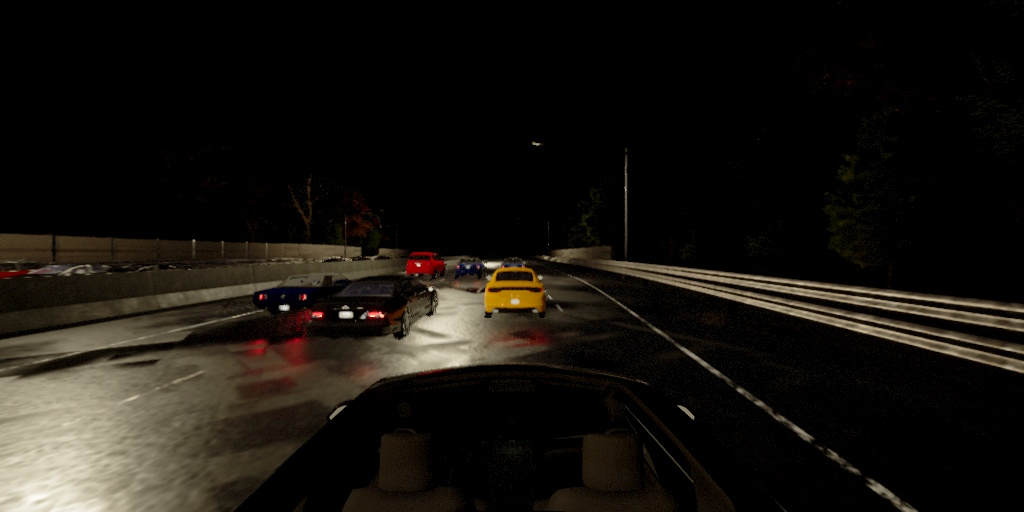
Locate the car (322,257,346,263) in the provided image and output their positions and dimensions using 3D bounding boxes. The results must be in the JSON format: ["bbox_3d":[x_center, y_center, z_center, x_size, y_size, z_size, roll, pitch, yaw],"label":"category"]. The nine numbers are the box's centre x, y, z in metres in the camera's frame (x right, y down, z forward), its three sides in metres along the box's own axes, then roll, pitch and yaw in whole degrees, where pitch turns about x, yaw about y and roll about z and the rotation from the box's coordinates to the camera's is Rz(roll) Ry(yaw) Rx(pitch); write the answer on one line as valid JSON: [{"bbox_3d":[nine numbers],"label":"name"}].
[{"bbox_3d":[-28.045,0.905,57.096,2.033,1.411,5.357,0,0,1],"label":"car"}]

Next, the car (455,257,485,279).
[{"bbox_3d":[-3.414,0.890,29.902,2.097,1.767,4.553,0,0,0],"label":"car"}]

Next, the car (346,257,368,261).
[{"bbox_3d":[-24.557,0.913,58.127,1.994,1.385,4.181,0,0,1],"label":"car"}]

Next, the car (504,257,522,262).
[{"bbox_3d":[0.087,0.890,29.902,2.097,1.767,4.553,0,0,0],"label":"car"}]

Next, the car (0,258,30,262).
[{"bbox_3d":[-24.606,0.987,16.681,2.097,1.767,4.553,0,0,0],"label":"car"}]

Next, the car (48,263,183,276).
[{"bbox_3d":[-17.607,1.138,16.838,1.837,1.490,4.892,0,0,0],"label":"car"}]

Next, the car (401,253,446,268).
[{"bbox_3d":[-6.914,0.764,29.228,2.150,2.045,5.566,0,0,0],"label":"car"}]

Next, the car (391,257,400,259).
[{"bbox_3d":[-17.564,0.700,58.441,2.097,1.767,4.553,0,0,1],"label":"car"}]

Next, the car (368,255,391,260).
[{"bbox_3d":[-21.062,0.701,58.365,2.097,1.767,4.553,0,0,1],"label":"car"}]

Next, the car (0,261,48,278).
[{"bbox_3d":[-21.107,1.123,17.091,2.128,1.511,4.902,0,0,0],"label":"car"}]

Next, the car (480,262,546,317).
[{"bbox_3d":[0.094,1.141,12.809,1.882,1.535,5.008,0,1,0],"label":"car"}]

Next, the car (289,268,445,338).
[{"bbox_3d":[-3.404,1.234,9.862,2.033,1.411,5.357,0,0,0],"label":"car"}]

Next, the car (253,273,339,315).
[{"bbox_3d":[-6.905,1.262,13.102,1.895,1.301,4.718,0,0,0],"label":"car"}]
